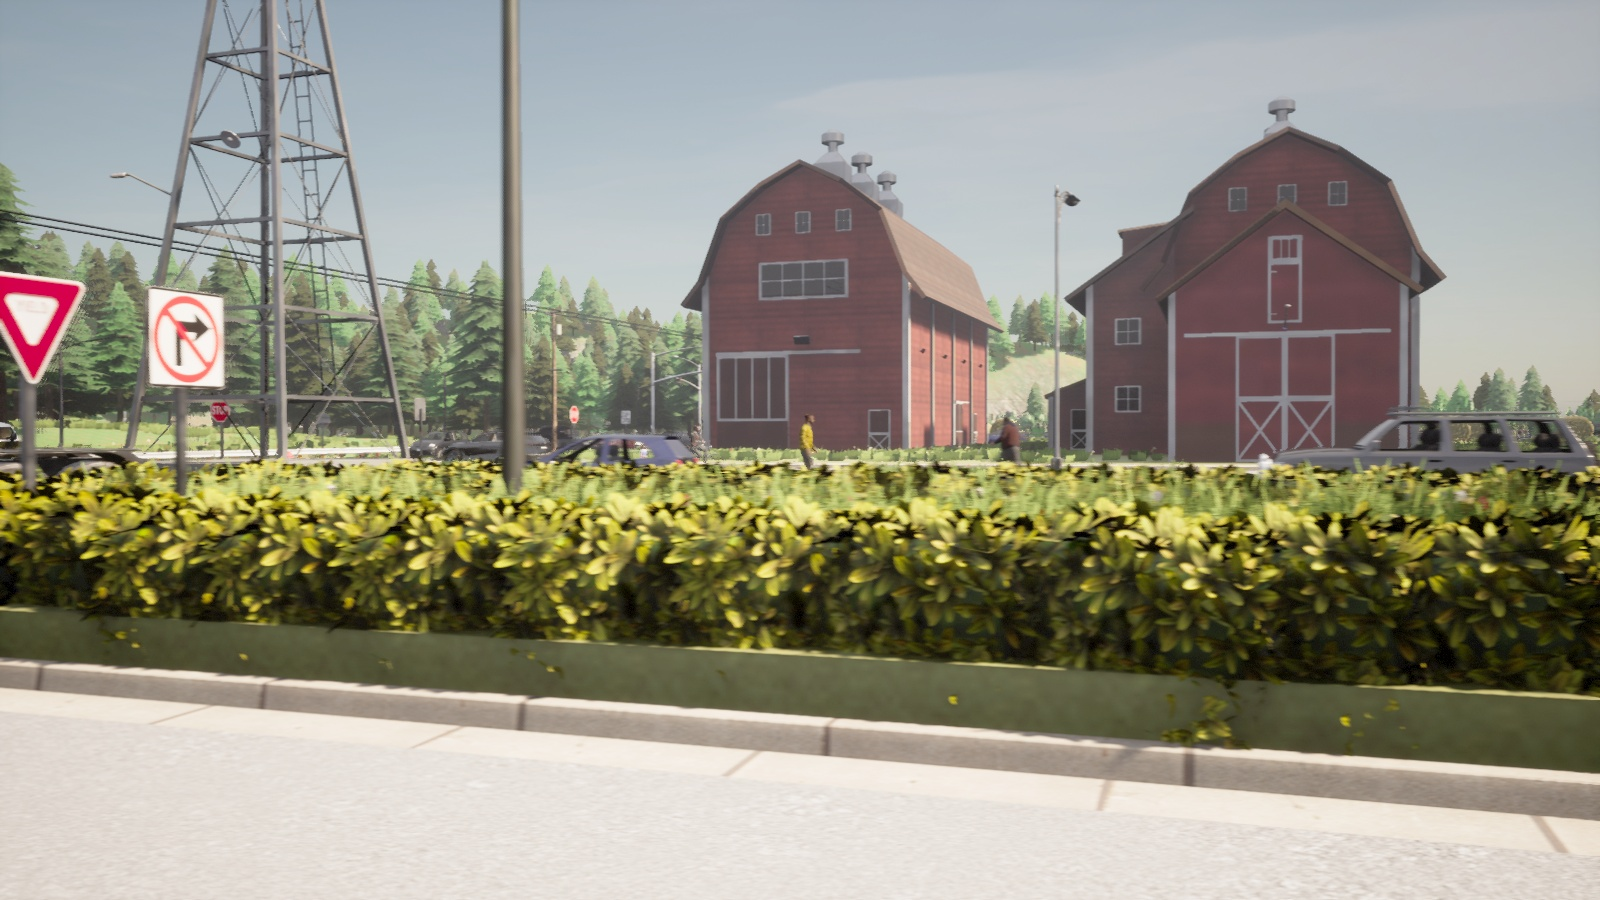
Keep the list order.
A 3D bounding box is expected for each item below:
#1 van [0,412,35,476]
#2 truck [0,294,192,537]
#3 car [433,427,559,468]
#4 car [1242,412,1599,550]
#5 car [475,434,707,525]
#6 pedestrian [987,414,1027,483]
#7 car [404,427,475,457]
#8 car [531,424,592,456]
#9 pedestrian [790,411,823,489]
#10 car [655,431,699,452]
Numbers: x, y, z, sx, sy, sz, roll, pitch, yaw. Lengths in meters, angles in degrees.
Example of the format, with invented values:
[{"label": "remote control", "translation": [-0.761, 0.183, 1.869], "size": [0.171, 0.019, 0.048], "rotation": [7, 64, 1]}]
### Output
[{"label": "van", "translation": [-26.740, -0.180, 39.323], "size": [2.069, 2.038, 4.480], "rotation": [1, 1, 19]}, {"label": "truck", "translation": [-13.348, -0.491, 17.868], "size": [2.891, 3.462, 7.936], "rotation": [1, 1, 41]}, {"label": "car", "translation": [-12.760, -0.134, 52.729], "size": [4.856, 1.649, 2.033], "rotation": [1, 1, 20]}, {"label": "car", "translation": [8.956, 0.382, 18.428], "size": [4.605, 1.855, 1.932], "rotation": [1, 1, 18]}, {"label": "car", "translation": [-3.630, 0.472, 22.152], "size": [3.633, 1.501, 1.845], "rotation": [0, 1, 9]}, {"label": "pedestrian", "translation": [5.613, -0.042, 34.057], "size": [0.899, 1.844, 0.634], "rotation": [1, 1, 27]}, {"label": "car", "translation": [-20.007, -0.467, 69.793], "size": [1.851, 1.617, 3.988], "rotation": [1, 1, 19]}, {"label": "car", "translation": [-14.323, -0.641, 75.586], "size": [1.905, 1.878, 3.866], "rotation": [1, 1, 19]}, {"label": "pedestrian", "translation": [0.158, 0.000, 29.897], "size": [0.709, 1.840, 0.431], "rotation": [0, 1, 11]}, {"label": "car", "translation": [-8.925, -0.655, 91.354], "size": [1.845, 1.501, 3.633], "rotation": [1, 1, 19]}]
